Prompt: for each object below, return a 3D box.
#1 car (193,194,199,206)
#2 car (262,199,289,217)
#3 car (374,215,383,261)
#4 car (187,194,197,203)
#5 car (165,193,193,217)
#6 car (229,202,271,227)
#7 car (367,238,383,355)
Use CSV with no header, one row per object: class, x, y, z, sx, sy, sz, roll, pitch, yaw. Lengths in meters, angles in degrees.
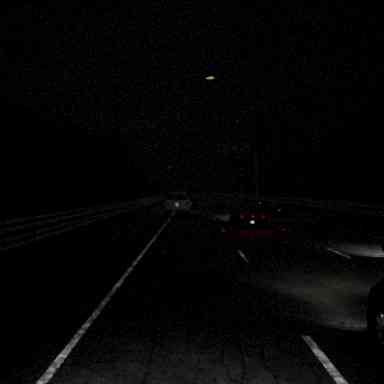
car,-0.022,1.281,47.980,1.837,1.490,4.892,0,0,0
car,7.087,1.328,29.474,1.882,1.535,5.008,0,0,0
car,7.096,1.501,8.418,2.033,1.411,5.357,0,0,0
car,-0.031,1.227,63.379,1.837,1.490,4.892,0,0,0
car,-1.239,1.073,29.907,2.150,2.045,5.566,0,0,0
car,3.590,1.486,21.978,1.895,1.301,4.718,0,0,0
car,3.599,1.334,3.008,2.097,1.767,4.553,0,0,0
